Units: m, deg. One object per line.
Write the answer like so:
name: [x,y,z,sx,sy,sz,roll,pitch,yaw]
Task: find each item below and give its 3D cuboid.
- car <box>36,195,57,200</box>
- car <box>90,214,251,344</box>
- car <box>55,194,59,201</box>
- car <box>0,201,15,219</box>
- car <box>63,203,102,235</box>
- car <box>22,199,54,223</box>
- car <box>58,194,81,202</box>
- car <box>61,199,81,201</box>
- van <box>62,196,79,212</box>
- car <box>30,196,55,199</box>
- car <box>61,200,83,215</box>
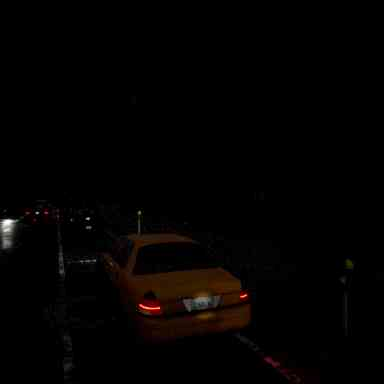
car: [-19.938,1.494,45.337,2.128,1.511,4.902,0,0,-24]
car: [-0.832,1.457,6.796,1.801,1.575,5.366,0,0,-22]
car: [-31.200,1.470,79.763,1.967,1.590,4.097,0,0,-23]
car: [-16.399,1.527,28.459,1.812,1.442,4.674,0,0,-22]
car: [-6.027,1.551,18.768,2.008,1.369,4.403,0,0,-22]
car: [-11.953,1.549,25.993,2.033,1.411,5.357,0,0,-22]
car: [-12.282,1.316,34.114,2.192,1.841,5.009,0,0,-22]
car: [-10.197,1.567,28.998,1.947,1.339,4.313,0,0,-22]
van: [-14.367,1.343,39.228,1.690,1.788,3.998,0,0,-22]
car: [-16.243,1.527,36.261,1.812,1.442,4.674,0,0,-22]
car: [-8.112,1.552,23.883,2.008,1.369,4.403,0,0,-22]
